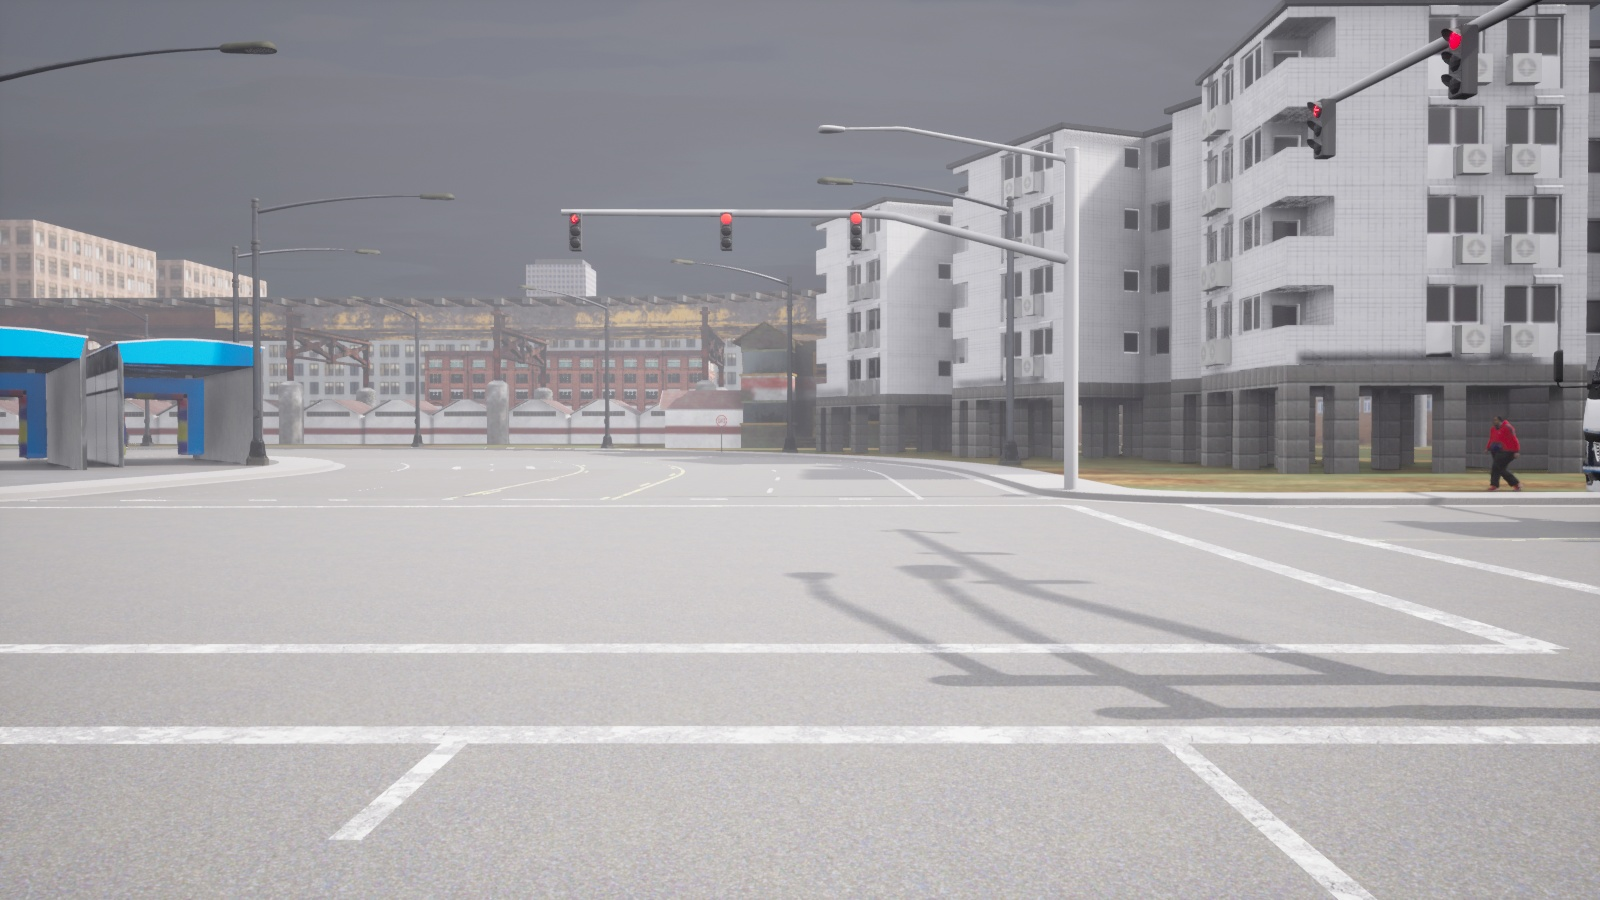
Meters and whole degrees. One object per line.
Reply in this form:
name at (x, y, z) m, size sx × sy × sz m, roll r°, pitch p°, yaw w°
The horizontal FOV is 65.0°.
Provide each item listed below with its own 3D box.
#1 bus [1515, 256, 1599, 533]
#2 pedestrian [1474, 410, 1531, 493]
bus at (17.421, -0.860, 19.572) m, size 10.273 × 4.253 × 3.944 m, roll 0°, pitch 1°, yaw -1°
pedestrian at (15.686, 0.030, 28.063) m, size 0.899 × 1.844 × 0.634 m, roll 0°, pitch 1°, yaw -1°
